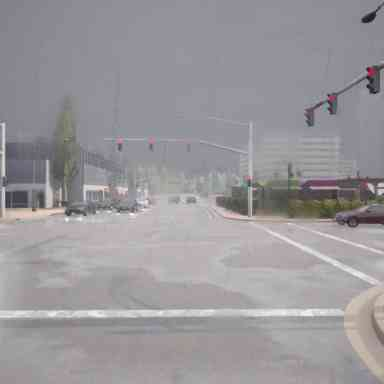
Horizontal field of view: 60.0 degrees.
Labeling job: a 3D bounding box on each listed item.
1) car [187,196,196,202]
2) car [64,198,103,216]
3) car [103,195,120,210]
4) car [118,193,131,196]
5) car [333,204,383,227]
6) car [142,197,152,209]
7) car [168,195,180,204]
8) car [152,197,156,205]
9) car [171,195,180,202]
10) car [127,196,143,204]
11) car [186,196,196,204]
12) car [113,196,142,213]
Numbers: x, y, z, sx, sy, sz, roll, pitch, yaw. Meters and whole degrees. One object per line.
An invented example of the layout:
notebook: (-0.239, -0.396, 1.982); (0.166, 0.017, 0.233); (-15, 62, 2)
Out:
car: (-0.168, 1.468, 74.820); (1.895, 1.301, 4.718); (0, 0, 0)
car: (-10.673, 1.547, 32.527); (2.033, 1.411, 5.357); (0, 0, 0)
car: (-10.693, 1.505, 42.083); (1.837, 1.490, 4.892); (0, 0, 0)
car: (-10.715, 1.221, 52.069); (2.150, 2.045, 5.566); (0, 0, 0)
car: (11.757, 1.526, 21.874); (4.674, 1.442, 1.812); (0, 0, 1)
car: (-7.199, 1.526, 46.807); (1.812, 1.442, 4.674); (0, 0, 0)
car: (-3.645, 1.547, 64.507); (2.033, 1.411, 5.357); (0, 0, 0)
car: (-7.209, 1.564, 56.767); (1.994, 1.385, 4.181); (0, 0, 0)
car: (-3.668, 1.425, 74.780); (1.994, 1.385, 4.181); (0, 0, 0)
car: (-10.691, 1.547, 62.766); (2.033, 1.411, 5.357); (0, 0, 1)
car: (-0.145, 1.491, 64.515); (2.128, 1.511, 4.902); (0, 0, 0)
car: (-7.185, 1.505, 37.621); (1.837, 1.490, 4.892); (0, 0, 0)
